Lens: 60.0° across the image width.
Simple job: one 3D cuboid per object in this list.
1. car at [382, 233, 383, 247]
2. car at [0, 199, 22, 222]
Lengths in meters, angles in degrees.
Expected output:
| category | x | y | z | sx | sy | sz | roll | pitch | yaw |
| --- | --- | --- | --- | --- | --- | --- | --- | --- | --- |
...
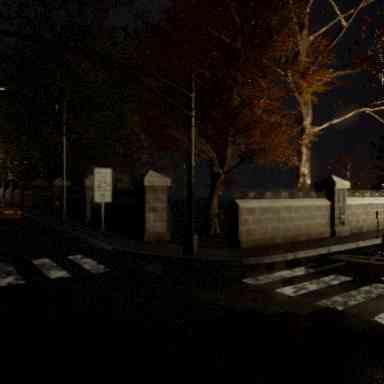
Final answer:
| category | x | y | z | sx | sy | sz | roll | pitch | yaw |
| --- | --- | --- | --- | --- | --- | --- | --- | --- | --- |
| car | 9.300 | 1.564 | 13.186 | 4.313 | 1.339 | 1.947 | 0 | 0 | -35 |
| car | -12.088 | 1.124 | 21.324 | 1.752 | 1.417 | 4.829 | 1 | 0 | -36 |
